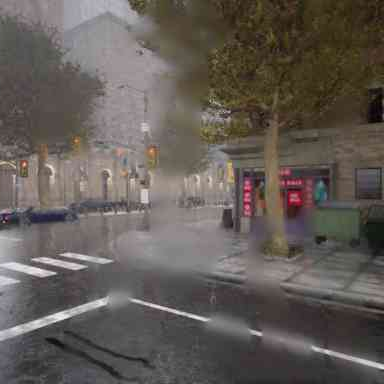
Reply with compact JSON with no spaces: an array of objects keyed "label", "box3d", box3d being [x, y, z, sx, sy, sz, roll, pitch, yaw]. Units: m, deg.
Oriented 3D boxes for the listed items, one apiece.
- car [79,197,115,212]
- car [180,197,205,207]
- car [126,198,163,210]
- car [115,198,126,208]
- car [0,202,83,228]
[{"label":"car","box3d":[-10.970,1.352,35.442,2.097,1.767,4.553,0,0,36]},{"label":"car","box3d":[0.140,1.505,50.800,1.837,1.490,4.892,0,0,36]},{"label":"car","box3d":[-5.680,1.505,42.760,1.837,1.490,4.892,0,0,36]},{"label":"car","box3d":[-10.164,1.595,47.912,1.895,1.301,4.718,0,0,36]},{"label":"car","box3d":[-10.236,1.601,22.516,1.895,1.301,4.718,0,0,43]}]
